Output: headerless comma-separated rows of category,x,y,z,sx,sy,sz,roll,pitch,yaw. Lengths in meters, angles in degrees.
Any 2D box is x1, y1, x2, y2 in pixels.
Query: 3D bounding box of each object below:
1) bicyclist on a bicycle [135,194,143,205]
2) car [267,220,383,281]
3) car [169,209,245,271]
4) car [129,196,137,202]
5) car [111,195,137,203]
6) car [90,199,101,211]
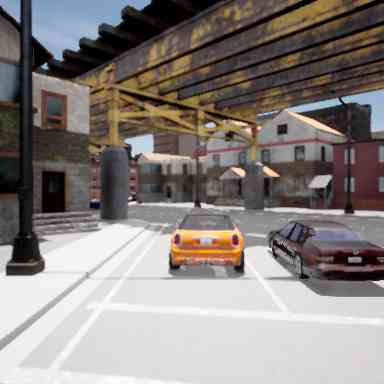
bicyclist on a bicycle,-8.505,1.216,53.442,1.656,1.620,0.582,0,0,-45
car,3.621,1.531,9.813,2.033,1.411,5.357,0,0,1
car,0.541,1.336,11.001,2.097,1.767,4.553,0,0,4
car,-13.267,1.189,65.224,4.536,1.218,1.853,0,0,-15
car,-13.317,1.347,65.211,4.974,1.542,2.038,0,0,-15
car,-11.071,1.535,40.425,1.895,1.301,4.718,0,0,-44
